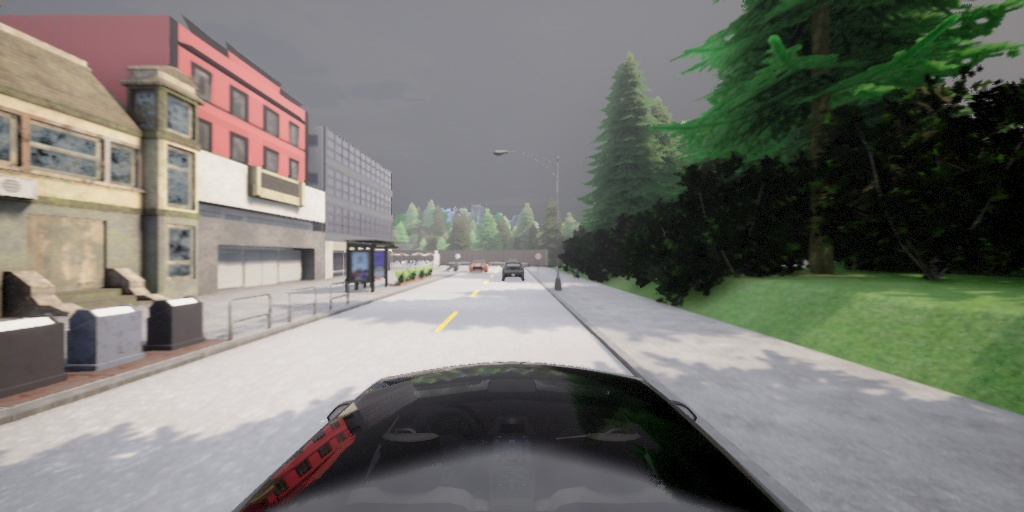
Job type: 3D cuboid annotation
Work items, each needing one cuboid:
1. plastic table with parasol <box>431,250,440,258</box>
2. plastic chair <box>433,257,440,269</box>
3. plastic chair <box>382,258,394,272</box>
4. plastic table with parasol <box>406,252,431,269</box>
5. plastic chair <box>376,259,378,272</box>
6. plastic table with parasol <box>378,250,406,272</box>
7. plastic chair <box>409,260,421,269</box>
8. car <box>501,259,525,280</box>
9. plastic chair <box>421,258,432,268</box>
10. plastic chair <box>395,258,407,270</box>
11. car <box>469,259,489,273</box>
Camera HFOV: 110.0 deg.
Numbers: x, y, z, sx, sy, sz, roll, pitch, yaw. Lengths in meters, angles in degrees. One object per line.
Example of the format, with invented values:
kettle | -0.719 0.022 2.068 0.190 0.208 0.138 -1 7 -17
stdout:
plastic table with parasol | -13.374 0.684 58.788 2.482 2.480 2.482 0 0 0
plastic chair | -12.124 1.288 58.639 0.730 1.272 0.750 0 0 0
plastic chair | -17.302 1.287 50.008 0.750 1.272 0.730 0 0 0
plastic table with parasol | -14.093 0.683 53.928 2.482 2.480 2.482 0 0 0
plastic chair | -18.552 1.287 51.097 0.730 1.272 0.750 0 0 10
plastic table with parasol | -17.152 0.683 51.288 2.482 2.480 2.482 0 0 0
plastic chair | -14.252 1.287 52.648 0.750 1.272 0.730 0 0 0
car | 0.098 1.260 30.965 1.837 1.490 4.892 0 0 0
plastic chair | -12.843 1.287 53.808 0.730 1.272 0.750 0 0 0
plastic chair | -15.892 1.287 51.168 0.730 1.272 0.750 0 0 0
car | -4.003 1.149 43.953 2.097 1.767 4.553 0 0 0
